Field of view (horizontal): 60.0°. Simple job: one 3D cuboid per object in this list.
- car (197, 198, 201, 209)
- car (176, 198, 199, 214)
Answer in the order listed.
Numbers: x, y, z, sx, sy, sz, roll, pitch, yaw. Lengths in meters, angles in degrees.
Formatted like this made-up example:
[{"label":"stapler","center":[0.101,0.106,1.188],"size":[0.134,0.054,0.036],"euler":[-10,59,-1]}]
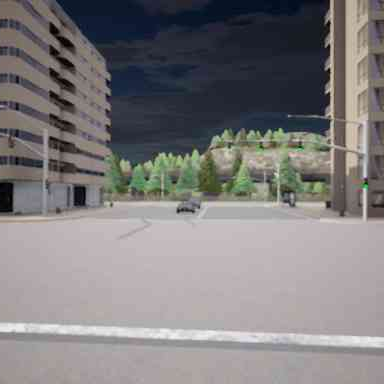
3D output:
[{"label":"car","center":[0.195,1.612,49.060],"size":[2.097,1.767,4.553],"euler":[0,-1,3]},{"label":"car","center":[-0.630,1.766,38.753],"size":[1.994,1.385,4.181],"euler":[0,0,5]}]
